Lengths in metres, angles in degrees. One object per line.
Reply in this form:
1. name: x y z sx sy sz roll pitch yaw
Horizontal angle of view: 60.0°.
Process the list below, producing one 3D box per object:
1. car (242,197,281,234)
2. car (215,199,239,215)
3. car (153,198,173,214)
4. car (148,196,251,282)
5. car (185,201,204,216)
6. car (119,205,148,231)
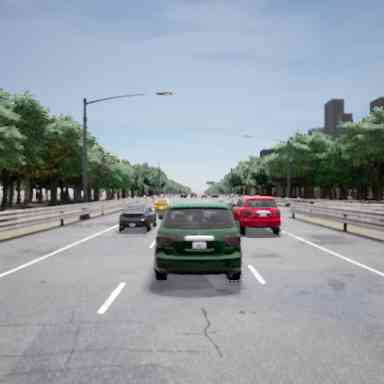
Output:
1. car: 3.688 1.291 19.843 2.150 2.045 5.566 0 0 0
2. car: 3.765 1.548 36.270 2.128 1.511 4.902 0 0 0
3. car: -3.227 1.530 37.921 1.882 1.535 5.008 0 0 0
4. car: 0.130 1.266 10.060 2.150 2.045 5.566 0 0 -1
5. car: 0.259 1.661 34.638 1.895 1.301 4.718 0 0 0
6. car: -3.308 1.576 20.939 1.837 1.490 4.892 0 0 0
